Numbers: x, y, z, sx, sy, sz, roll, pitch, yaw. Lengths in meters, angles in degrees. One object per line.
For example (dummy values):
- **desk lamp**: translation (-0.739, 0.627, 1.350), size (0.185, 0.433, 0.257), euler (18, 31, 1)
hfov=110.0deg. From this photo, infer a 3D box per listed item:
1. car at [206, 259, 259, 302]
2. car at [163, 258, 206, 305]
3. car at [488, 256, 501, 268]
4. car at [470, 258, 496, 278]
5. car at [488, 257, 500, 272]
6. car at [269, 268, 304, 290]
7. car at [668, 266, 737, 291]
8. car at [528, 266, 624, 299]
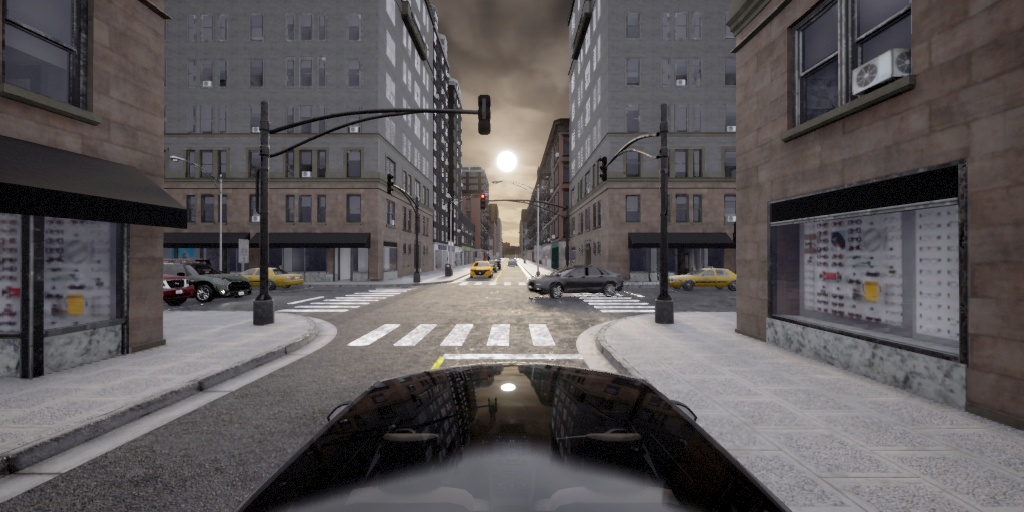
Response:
- **car**: translation (-14.378, 1.084, 16.089), size (4.553, 1.767, 2.097), euler (0, 0, 0)
- **car**: translation (-15.090, 1.035, 13.549), size (5.009, 1.841, 2.192), euler (0, 0, 0)
- **car**: translation (-2.801, 0.953, 54.896), size (2.150, 2.045, 5.566), euler (0, 0, 0)
- **car**: translation (-2.821, 1.222, 33.900), size (1.882, 1.535, 5.008), euler (0, 0, 0)
- **car**: translation (-2.816, 1.244, 44.303), size (1.837, 1.490, 4.892), euler (0, 0, 0)
- **car**: translation (-15.234, 1.279, 21.575), size (4.829, 1.417, 1.751), euler (0, 0, 0)
- **car**: translation (11.649, 1.304, 21.516), size (4.829, 1.417, 1.751), euler (0, 0, 0)
- **car**: translation (3.185, 1.260, 17.973), size (4.892, 1.490, 1.837), euler (0, -1, -17)
